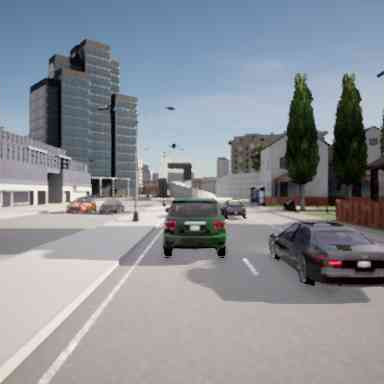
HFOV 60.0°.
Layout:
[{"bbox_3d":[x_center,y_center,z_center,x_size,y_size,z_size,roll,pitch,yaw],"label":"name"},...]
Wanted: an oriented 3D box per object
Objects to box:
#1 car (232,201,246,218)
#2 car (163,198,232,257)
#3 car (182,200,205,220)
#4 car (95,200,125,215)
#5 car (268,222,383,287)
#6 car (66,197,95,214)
[{"bbox_3d":[3.604,1.494,29.518,2.128,1.511,4.902,0,0,0],"label":"car"},{"bbox_3d":[0.098,1.222,13.080,2.150,2.045,5.566,0,0,0],"label":"car"},{"bbox_3d":[0.105,1.509,29.534,1.837,1.490,4.892,0,0,0],"label":"car"},{"bbox_3d":[-8.082,1.531,33.876,1.812,1.442,4.674,0,0,0],"label":"car"},{"bbox_3d":[3.587,1.549,9.424,2.033,1.411,5.357,0,0,0],"label":"car"},{"bbox_3d":[-11.579,1.357,35.091,2.097,1.767,4.553,0,0,0],"label":"car"}]
